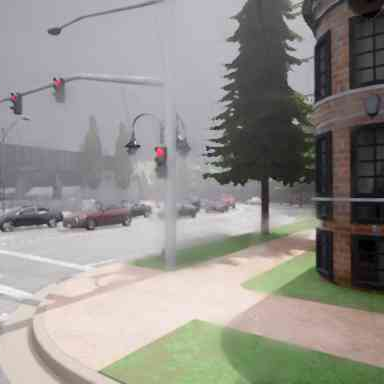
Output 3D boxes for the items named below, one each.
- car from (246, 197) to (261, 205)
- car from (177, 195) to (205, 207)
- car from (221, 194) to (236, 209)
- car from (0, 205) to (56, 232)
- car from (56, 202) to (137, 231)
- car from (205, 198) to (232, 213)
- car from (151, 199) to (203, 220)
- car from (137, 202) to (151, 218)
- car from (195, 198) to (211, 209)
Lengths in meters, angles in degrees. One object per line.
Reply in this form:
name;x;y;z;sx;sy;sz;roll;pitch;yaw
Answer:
car;11.478;1.701;61.298;1.812;1.442;4.674;0;0;-10
car;-0.687;1.374;38.316;2.150;2.045;5.566;0;0;19
car;5.165;1.379;48.652;2.150;2.045;5.566;0;0;4
car;-10.708;1.632;21.381;2.128;1.511;4.902;0;0;35
car;-6.131;1.470;21.852;2.097;1.767;4.553;0;0;34
car;2.955;1.696;38.374;1.994;1.385;4.181;0;0;18
car;-1.211;1.646;29.364;1.812;1.442;4.674;0;0;31
car;-5.443;1.634;29.169;2.128;1.511;4.902;0;0;31
car;1.701;1.672;49.159;2.128;1.511;4.902;0;0;5
